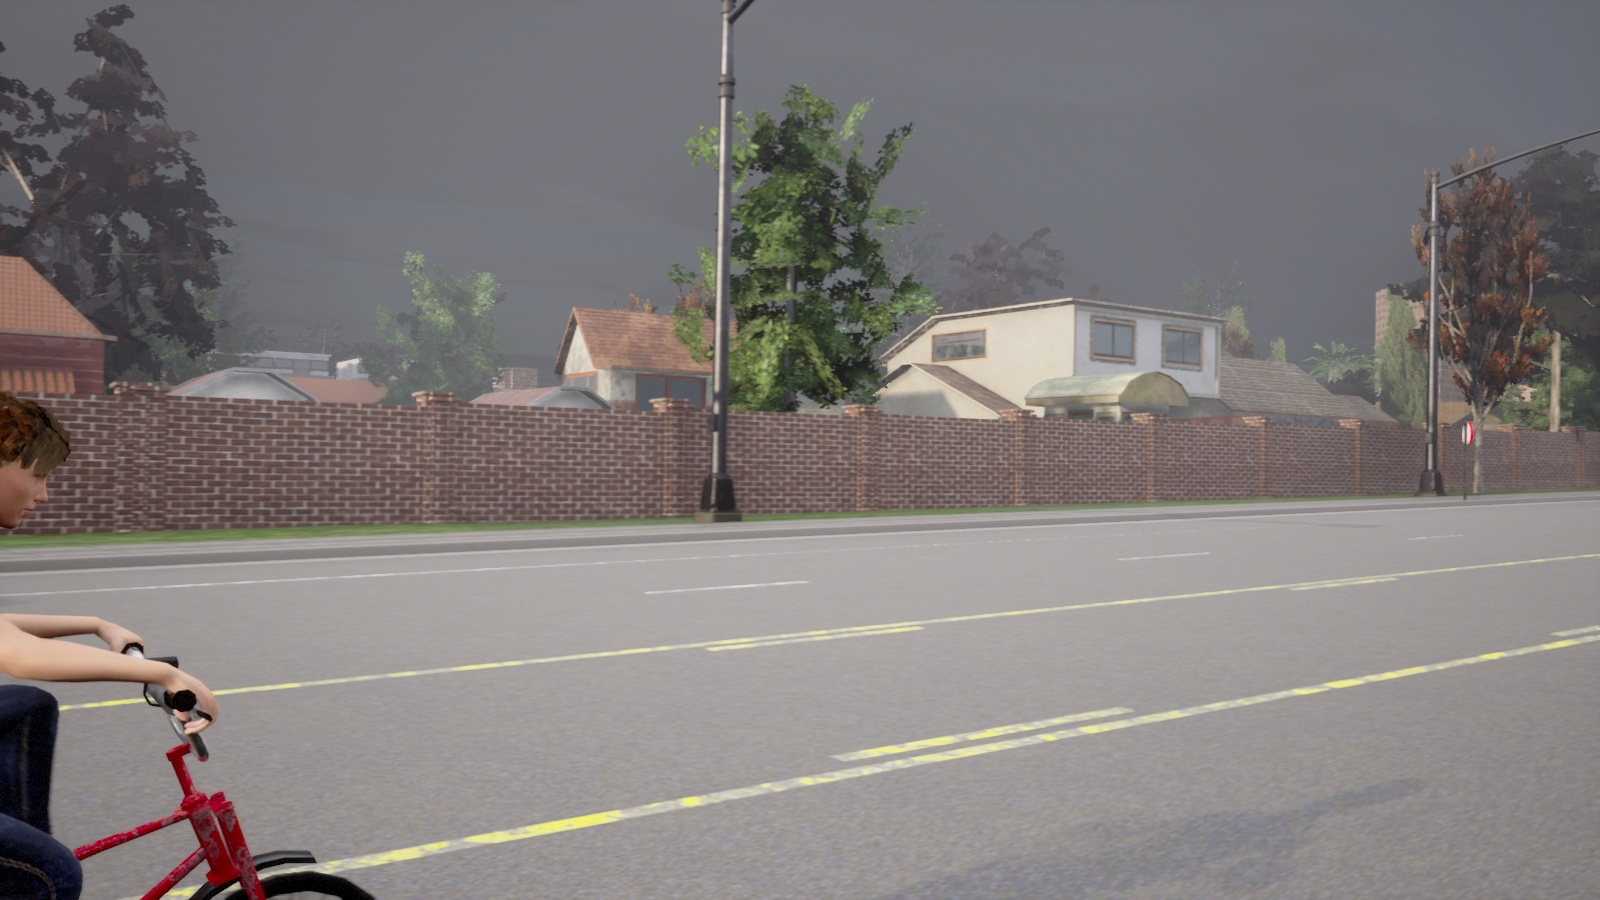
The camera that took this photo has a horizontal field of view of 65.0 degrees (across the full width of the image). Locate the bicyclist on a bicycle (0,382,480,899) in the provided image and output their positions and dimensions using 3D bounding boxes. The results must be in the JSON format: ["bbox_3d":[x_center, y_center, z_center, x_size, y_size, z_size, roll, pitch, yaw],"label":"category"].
[{"bbox_3d":[-1.545,0.691,2.579,1.509,1.612,0.866,0,0,-35],"label":"bicyclist on a bicycle"}]
